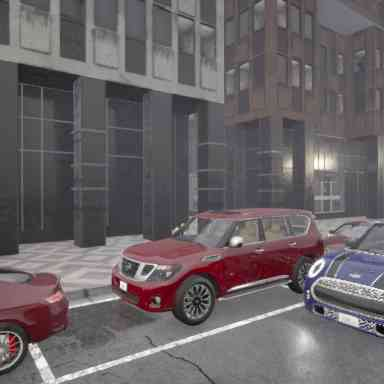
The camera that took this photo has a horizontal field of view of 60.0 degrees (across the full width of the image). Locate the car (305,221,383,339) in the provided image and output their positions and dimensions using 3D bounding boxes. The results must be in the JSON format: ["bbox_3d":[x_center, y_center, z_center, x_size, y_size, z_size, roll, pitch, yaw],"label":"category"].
[{"bbox_3d":[4.210,1.352,6.367,4.553,1.767,2.097,0,0,-35],"label":"car"}]

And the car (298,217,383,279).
[{"bbox_3d":[5.420,1.582,10.496,4.206,1.307,1.802,0,0,-35],"label":"car"}]

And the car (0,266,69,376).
[{"bbox_3d":[-3.714,1.582,4.006,4.206,1.307,1.802,0,0,-35],"label":"car"}]

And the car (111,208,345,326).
[{"bbox_3d":[0.853,1.315,7.252,5.009,1.841,2.192,0,0,-35],"label":"car"}]
